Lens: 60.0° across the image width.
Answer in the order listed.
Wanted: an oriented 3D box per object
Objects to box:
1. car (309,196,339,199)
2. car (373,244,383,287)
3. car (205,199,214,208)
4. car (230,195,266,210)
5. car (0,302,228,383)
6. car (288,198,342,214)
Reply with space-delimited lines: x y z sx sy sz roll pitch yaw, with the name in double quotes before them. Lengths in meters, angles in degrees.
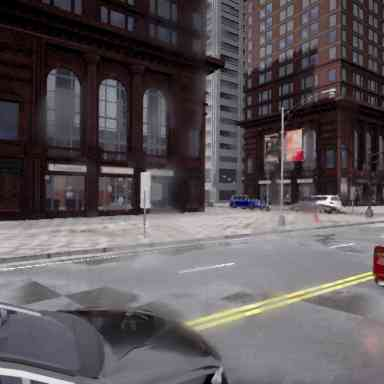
"car" 15.104 1.440 39.914 2.150 2.045 5.566 1 -1 -32
"car" 6.271 1.488 7.905 5.008 1.535 1.882 0 0 -35
"car" 1.706 1.833 53.600 1.994 1.385 4.181 1 -1 -35
"car" 7.524 1.444 45.406 2.150 2.045 5.566 1 -1 -35
"car" -1.902 1.492 2.088 4.902 1.511 2.128 0 0 -35
"car" 13.402 1.724 37.129 2.033 1.411 5.357 1 -1 -35
